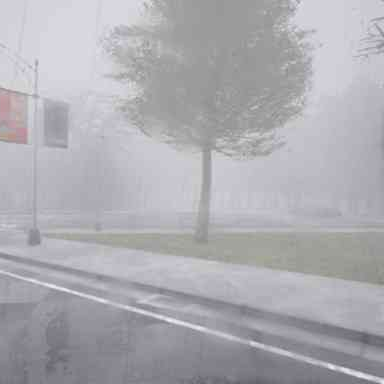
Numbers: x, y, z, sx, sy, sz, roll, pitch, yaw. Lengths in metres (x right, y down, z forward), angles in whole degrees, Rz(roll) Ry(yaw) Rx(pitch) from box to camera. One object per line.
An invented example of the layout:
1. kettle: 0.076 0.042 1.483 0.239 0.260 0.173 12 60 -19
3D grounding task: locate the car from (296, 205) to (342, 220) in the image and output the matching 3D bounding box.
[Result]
1. car: 15.961 2.580 41.017 5.008 1.535 1.882 1 1 -11

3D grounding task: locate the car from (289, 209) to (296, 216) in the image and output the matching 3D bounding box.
1. car: 15.385 2.537 44.216 5.008 1.535 1.882 1 1 -11
